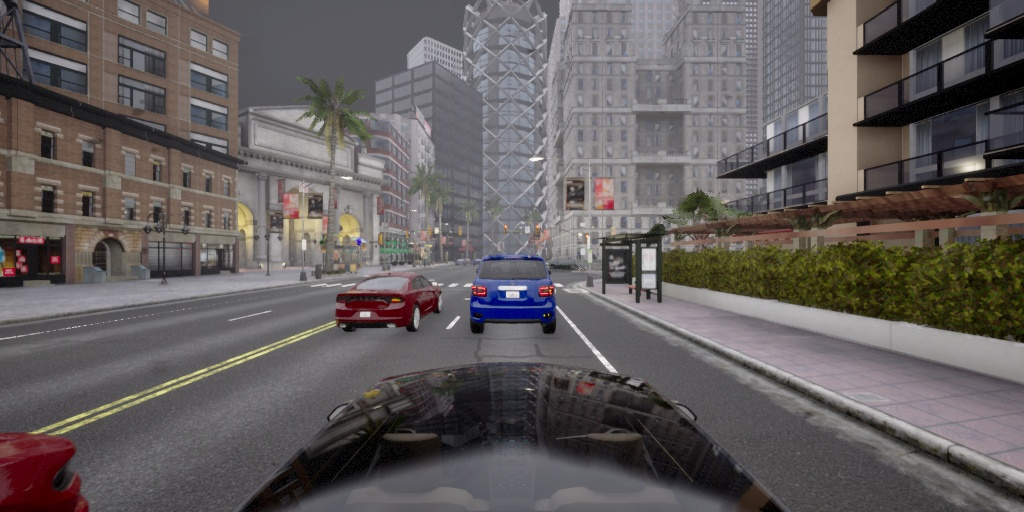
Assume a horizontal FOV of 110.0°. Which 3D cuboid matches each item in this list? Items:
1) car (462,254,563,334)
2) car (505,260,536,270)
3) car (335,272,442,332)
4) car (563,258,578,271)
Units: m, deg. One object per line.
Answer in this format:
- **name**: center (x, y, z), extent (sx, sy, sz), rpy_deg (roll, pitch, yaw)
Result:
- **car**: center (0.052, 0.971, 10.823), extent (2.150, 2.045, 5.566), rpy_deg (0, 0, 1)
- **car**: center (1.284, 1.314, 53.648), extent (4.181, 1.385, 1.994), rpy_deg (0, 0, 31)
- **car**: center (-3.443, 1.228, 10.932), extent (1.882, 1.535, 5.008), rpy_deg (0, 0, 0)
- **car**: center (6.259, 1.101, 47.055), extent (4.553, 1.767, 2.097), rpy_deg (0, 0, -4)
